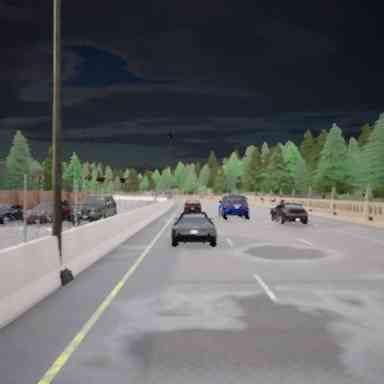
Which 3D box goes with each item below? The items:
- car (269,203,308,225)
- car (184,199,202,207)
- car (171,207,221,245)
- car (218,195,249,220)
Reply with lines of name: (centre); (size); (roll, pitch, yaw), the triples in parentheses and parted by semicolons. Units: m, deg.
car: (7.082, 1.576, 24.676); (1.837, 1.490, 4.892); (0, 0, 0)
car: (0.072, 1.583, 37.775); (1.882, 1.535, 5.008); (0, 0, 0)
car: (0.088, 1.608, 15.715); (1.994, 1.385, 4.181); (0, 0, 0)
car: (3.578, 1.304, 29.072); (2.150, 2.045, 5.566); (0, 0, 0)
